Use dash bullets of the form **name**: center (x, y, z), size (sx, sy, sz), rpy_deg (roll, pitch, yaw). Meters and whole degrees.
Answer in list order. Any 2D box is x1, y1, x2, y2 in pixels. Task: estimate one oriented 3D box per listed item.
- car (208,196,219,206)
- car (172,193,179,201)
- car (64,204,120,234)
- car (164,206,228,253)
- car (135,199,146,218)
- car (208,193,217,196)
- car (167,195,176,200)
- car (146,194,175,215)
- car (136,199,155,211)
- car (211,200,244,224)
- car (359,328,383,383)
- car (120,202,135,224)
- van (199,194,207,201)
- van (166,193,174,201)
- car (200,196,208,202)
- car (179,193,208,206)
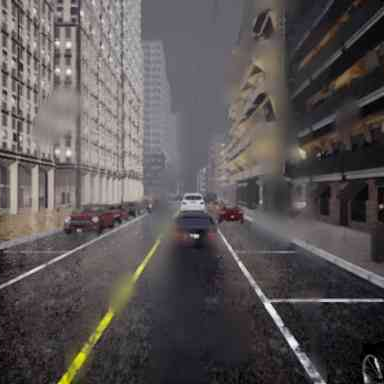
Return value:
- **car**: center (2.700, 1.490, 35.920), size (1.752, 1.417, 4.829), rpy_deg (0, 0, 0)
- **car**: center (-2.980, 1.369, 73.412), size (1.882, 1.535, 5.008), rpy_deg (0, 0, 0)
- **car**: center (-5.685, 1.420, 18.807), size (1.967, 1.590, 4.097), rpy_deg (0, 0, 0)
- **car**: center (0.100, 1.533, 13.671), size (2.033, 1.411, 5.357), rpy_deg (0, 0, 0)
- **car**: center (-5.682, 1.535, 30.105), size (1.947, 1.339, 4.313), rpy_deg (0, 0, 0)
- **car**: center (3.015, 1.179, 54.291), size (2.150, 2.045, 5.566), rpy_deg (0, 0, 0)
- **car**: center (-5.665, 1.499, 92.239), size (2.008, 1.369, 4.403), rpy_deg (0, 0, 0)
- **car**: center (-3.088, 1.318, 33.106), size (2.097, 1.767, 4.553), rpy_deg (0, 0, 0)
- **car**: center (-5.678, 1.542, 41.402), size (1.802, 1.307, 4.206), rpy_deg (0, 0, 0)
- **car**: center (2.697, 1.520, 24.453), size (1.887, 1.381, 4.507), rpy_deg (0, 0, 0)
- **car**: center (2.691, 1.564, 1.859), size (1.947, 1.339, 4.313), rpy_deg (0, 0, 0)
- **car**: center (-5.683, 1.556, 24.455), size (1.802, 1.307, 4.206), rpy_deg (0, 0, 0)
- **van**: center (2.713, 1.289, 80.939), size (1.690, 1.788, 3.998), rpy_deg (0, 0, 0)
- **van**: center (-5.667, 1.289, 86.590), size (1.690, 1.788, 3.998), rpy_deg (0, 0, 0)
- **car**: center (2.711, 1.531, 75.290), size (1.802, 1.307, 4.206), rpy_deg (0, 0, 0)
- **car**: center (0.107, 1.188, 32.864), size (2.150, 2.045, 5.566), rpy_deg (0, 0, 0)
